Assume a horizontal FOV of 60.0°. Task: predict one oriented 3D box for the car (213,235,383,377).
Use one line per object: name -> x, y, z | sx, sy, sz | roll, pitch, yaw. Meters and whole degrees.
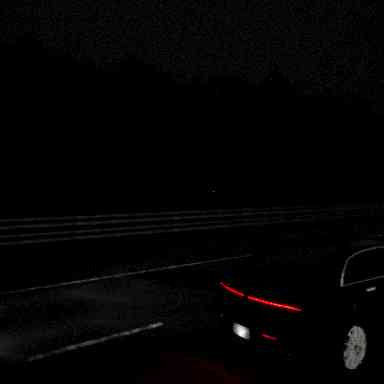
car -> 2.592, 1.495, 5.570 | 4.892, 1.490, 1.837 | 0, 0, -35
